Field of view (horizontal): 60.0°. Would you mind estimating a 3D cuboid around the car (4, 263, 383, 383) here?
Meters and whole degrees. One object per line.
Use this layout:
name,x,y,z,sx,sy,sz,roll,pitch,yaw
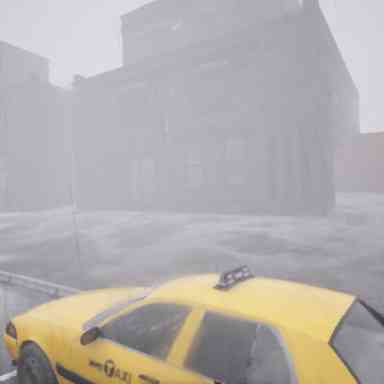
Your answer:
car,0.160,1.484,3.227,5.366,1.575,1.946,0,0,36
